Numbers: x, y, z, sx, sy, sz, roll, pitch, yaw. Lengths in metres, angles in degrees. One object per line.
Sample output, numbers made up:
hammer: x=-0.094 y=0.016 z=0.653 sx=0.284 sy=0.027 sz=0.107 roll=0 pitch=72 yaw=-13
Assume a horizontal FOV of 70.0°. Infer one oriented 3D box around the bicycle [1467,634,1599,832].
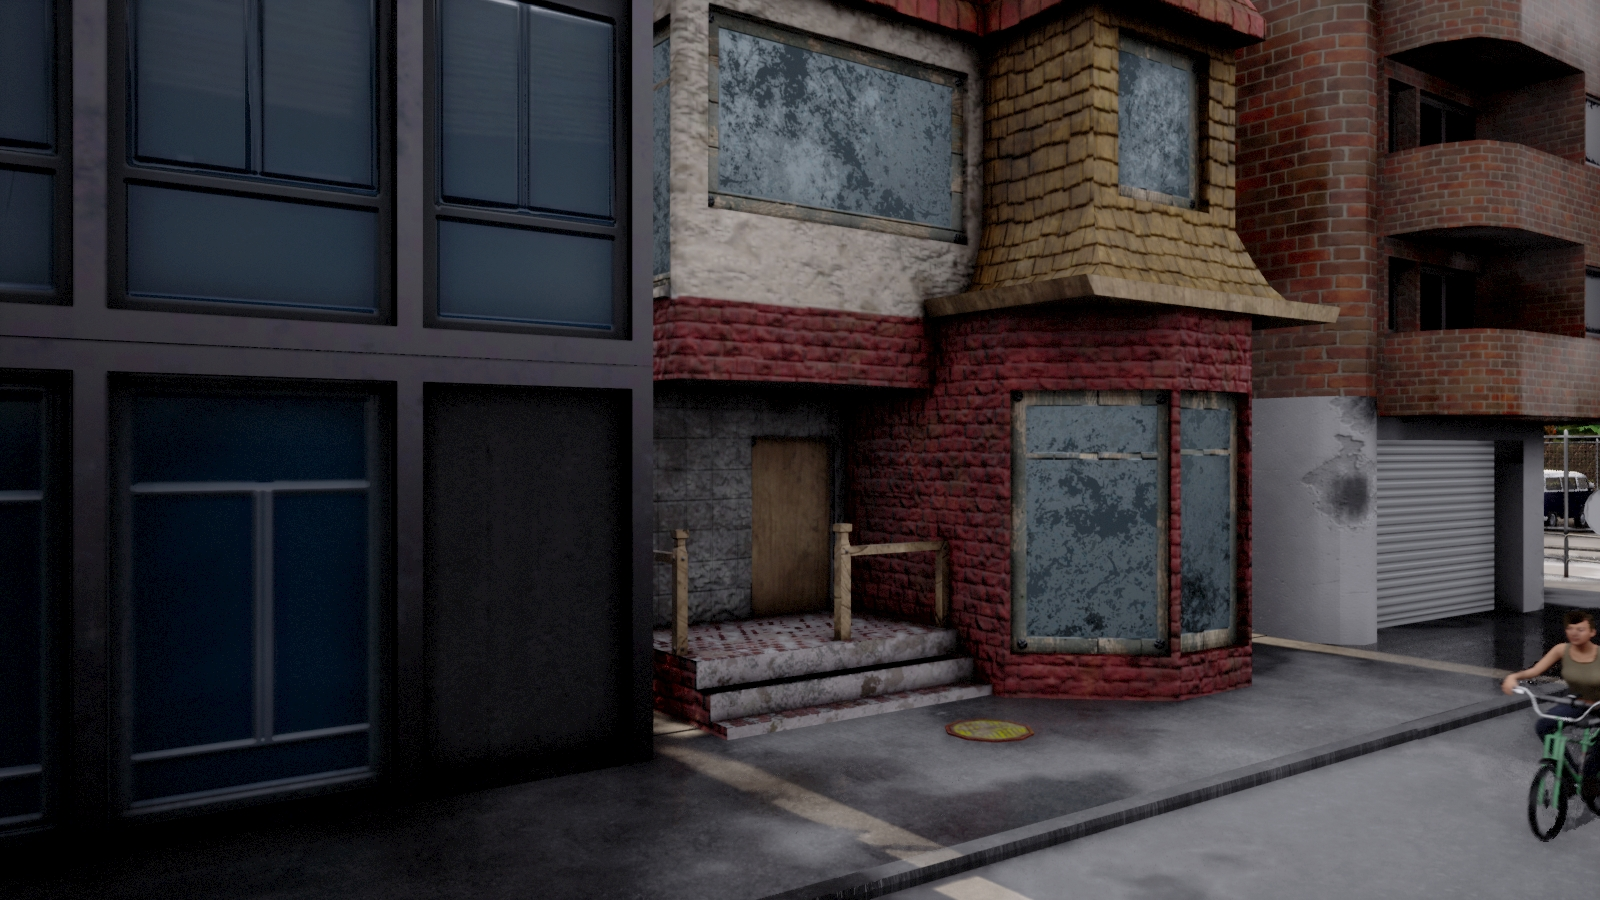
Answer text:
bicycle: x=5.749 y=2.032 z=8.466 sx=1.487 sy=1.080 sz=0.859 roll=0 pitch=0 yaw=-36
